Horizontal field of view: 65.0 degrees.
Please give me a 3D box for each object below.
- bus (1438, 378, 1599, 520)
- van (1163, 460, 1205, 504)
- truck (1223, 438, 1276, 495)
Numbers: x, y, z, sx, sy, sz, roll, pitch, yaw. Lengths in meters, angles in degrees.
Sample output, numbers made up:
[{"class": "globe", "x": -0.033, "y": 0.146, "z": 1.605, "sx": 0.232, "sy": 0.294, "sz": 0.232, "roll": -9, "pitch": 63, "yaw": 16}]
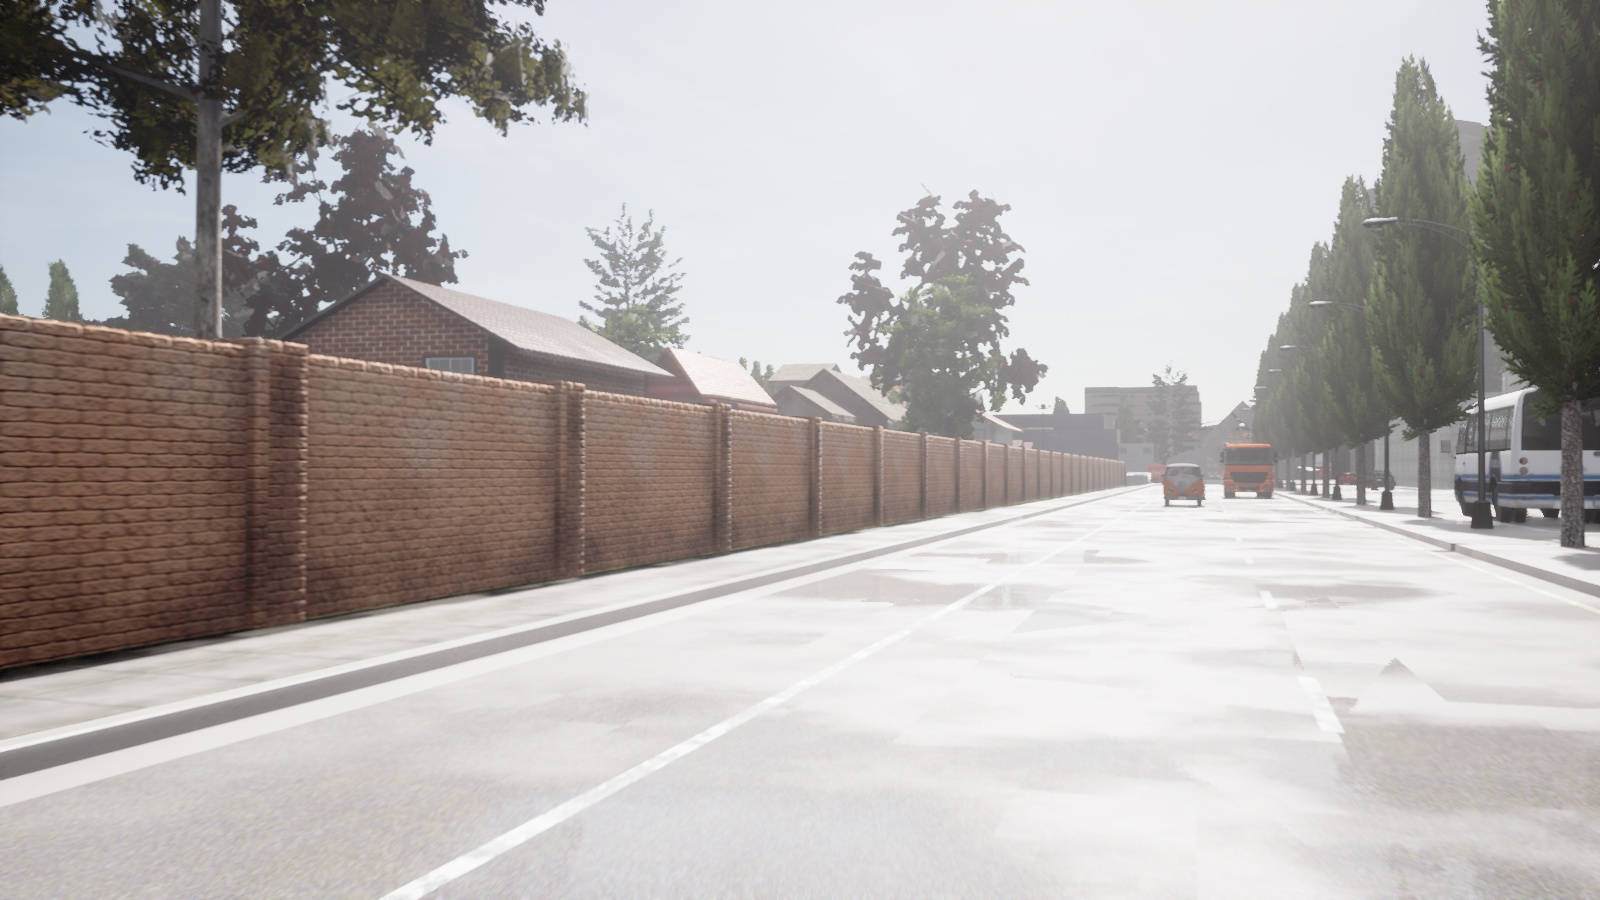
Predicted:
[{"class": "bus", "x": 24.907, "y": 0.059, "z": 42.893, "sx": 3.944, "sy": 4.253, "sz": 10.273, "roll": -1, "pitch": -1, "yaw": 18}, {"class": "van", "x": 18.017, "y": 1.489, "z": 58.872, "sx": 1.775, "sy": 1.987, "sz": 4.442, "roll": -1, "pitch": -1, "yaw": 18}, {"class": "truck", "x": 28.615, "y": 1.071, "z": 80.195, "sx": 2.891, "sy": 3.462, "sz": 7.936, "roll": -1, "pitch": -1, "yaw": 18}]
